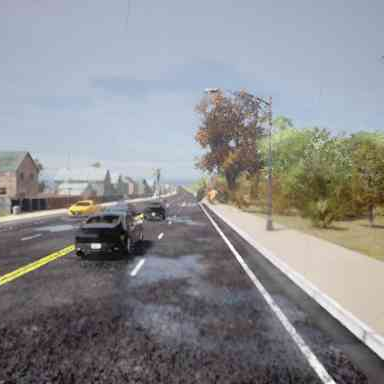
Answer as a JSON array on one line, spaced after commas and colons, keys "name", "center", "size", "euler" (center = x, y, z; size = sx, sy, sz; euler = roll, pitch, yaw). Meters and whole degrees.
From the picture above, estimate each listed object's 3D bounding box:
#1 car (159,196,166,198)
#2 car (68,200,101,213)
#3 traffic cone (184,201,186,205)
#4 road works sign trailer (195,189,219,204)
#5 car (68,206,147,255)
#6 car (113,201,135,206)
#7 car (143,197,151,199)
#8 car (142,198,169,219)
[{"name": "car", "center": [-6.507, 1.613, 72.539], "size": [2.128, 1.511, 4.902], "euler": [0, 0, 0]}, {"name": "car", "center": [-9.848, 1.540, 30.851], "size": [1.882, 1.535, 5.008], "euler": [0, 0, 0]}, {"name": "traffic cone", "center": [-1.386, 2.048, 56.290], "size": [0.340, 0.580, 0.340], "euler": [0, 0, 0]}, {"name": "road works sign trailer", "center": [2.101, 0.455, 56.215], "size": [3.560, 2.380, 2.880], "euler": [-3, 36, -47]}, {"name": "car", "center": [-3.152, 1.534, 13.332], "size": [1.837, 1.490, 4.892], "euler": [0, 0, 0]}, {"name": "car", "center": [-6.600, 1.611, 31.789], "size": [2.033, 1.411, 5.357], "euler": [0, 0, 0]}, {"name": "car", "center": [-9.757, 1.683, 72.508], "size": [1.895, 1.301, 4.718], "euler": [0, 0, 0]}, {"name": "car", "center": [-3.153, 1.565, 29.646], "size": [1.837, 1.490, 4.892], "euler": [0, 0, 0]}]
